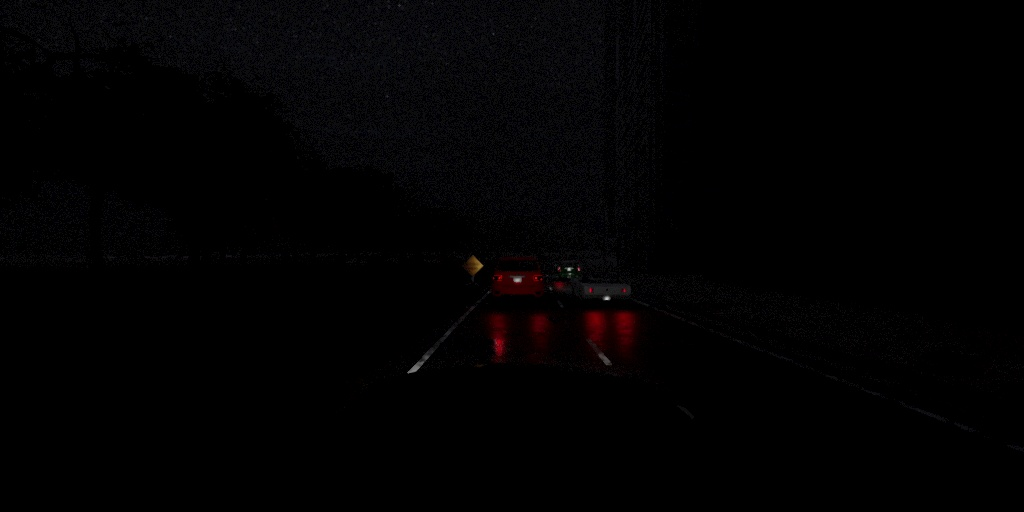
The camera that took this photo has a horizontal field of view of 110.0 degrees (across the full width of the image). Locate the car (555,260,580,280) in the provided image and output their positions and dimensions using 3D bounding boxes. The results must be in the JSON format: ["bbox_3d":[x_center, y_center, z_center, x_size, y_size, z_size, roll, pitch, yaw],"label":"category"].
[{"bbox_3d":[4.792,1.132,30.968,2.097,1.767,4.553,0,0,5],"label":"car"}]

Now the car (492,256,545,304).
[{"bbox_3d":[0.328,1.021,16.446,2.150,2.045,5.566,0,0,3],"label":"car"}]

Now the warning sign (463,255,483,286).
[{"bbox_3d":[-2.421,0.880,22.264,1.300,1.860,1.060,0,0,3],"label":"warning sign"}]

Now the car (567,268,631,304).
[{"bbox_3d":[3.825,1.381,16.292,1.895,1.301,4.718,0,0,3],"label":"car"}]
